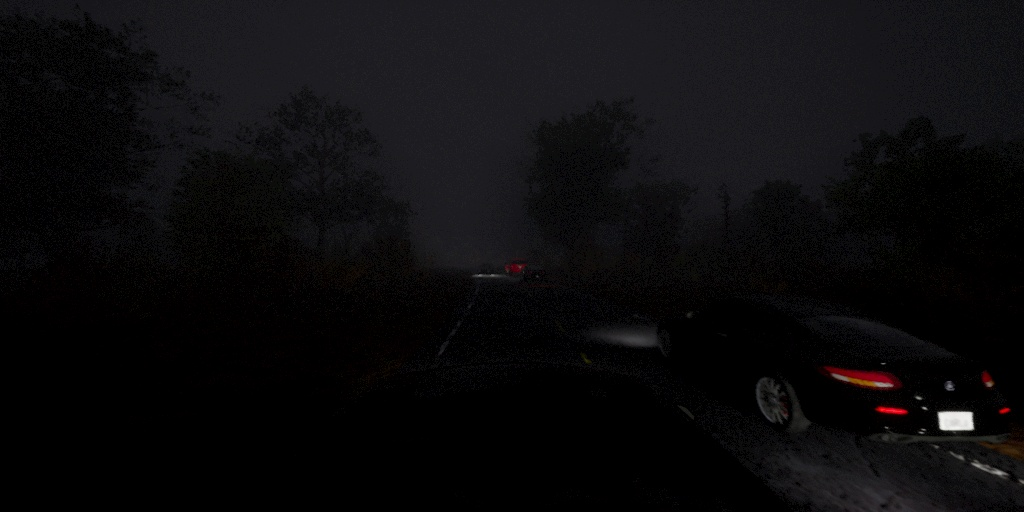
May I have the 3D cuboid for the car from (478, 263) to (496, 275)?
[{"bbox_3d":[-3.209,1.609,45.565,1.837,1.490,4.892,0,0,-8],"label":"car"}]

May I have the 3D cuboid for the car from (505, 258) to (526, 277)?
[{"bbox_3d":[0.481,1.299,41.862,2.150,2.045,5.566,0,0,-8],"label":"car"}]

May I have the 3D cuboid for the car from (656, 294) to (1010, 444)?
[{"bbox_3d":[3.896,1.309,5.471,1.812,1.442,4.674,0,0,-1],"label":"car"}]

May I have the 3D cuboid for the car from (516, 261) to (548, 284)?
[{"bbox_3d":[1.767,1.460,30.228,1.882,1.535,5.008,0,-1,-5],"label":"car"}]
